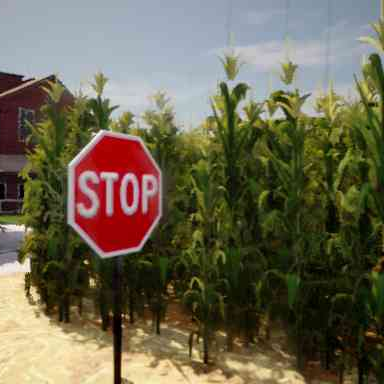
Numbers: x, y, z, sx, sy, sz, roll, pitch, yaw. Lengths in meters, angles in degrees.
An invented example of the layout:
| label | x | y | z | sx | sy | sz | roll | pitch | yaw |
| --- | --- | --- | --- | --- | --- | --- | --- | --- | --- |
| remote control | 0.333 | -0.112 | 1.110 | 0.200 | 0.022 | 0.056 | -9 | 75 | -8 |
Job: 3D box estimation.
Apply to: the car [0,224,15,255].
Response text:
| label | x | y | z | sx | sy | sz | roll | pitch | yaw |
| --- | --- | --- | --- | --- | --- | --- | --- | --- | --- |
| car | -6.858 | 1.448 | 10.069 | 1.812 | 1.442 | 4.674 | -1 | 0 | 18 |
